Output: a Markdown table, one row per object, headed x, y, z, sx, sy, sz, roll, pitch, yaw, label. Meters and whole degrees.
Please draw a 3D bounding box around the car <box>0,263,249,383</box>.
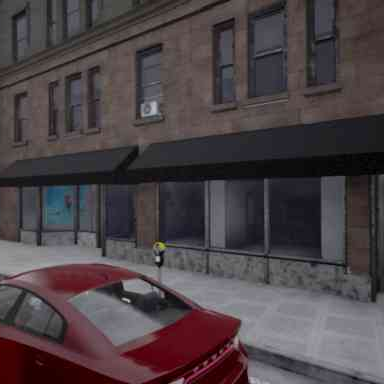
| x | y | z | sx | sy | sz | roll | pitch | yaw | label |
| --- | --- | --- | --- | --- | --- | --- | --- | --- | --- |
| -1.558 | 1.551 | 3.961 | 4.507 | 1.381 | 1.887 | 0 | -1 | 35 | car |
